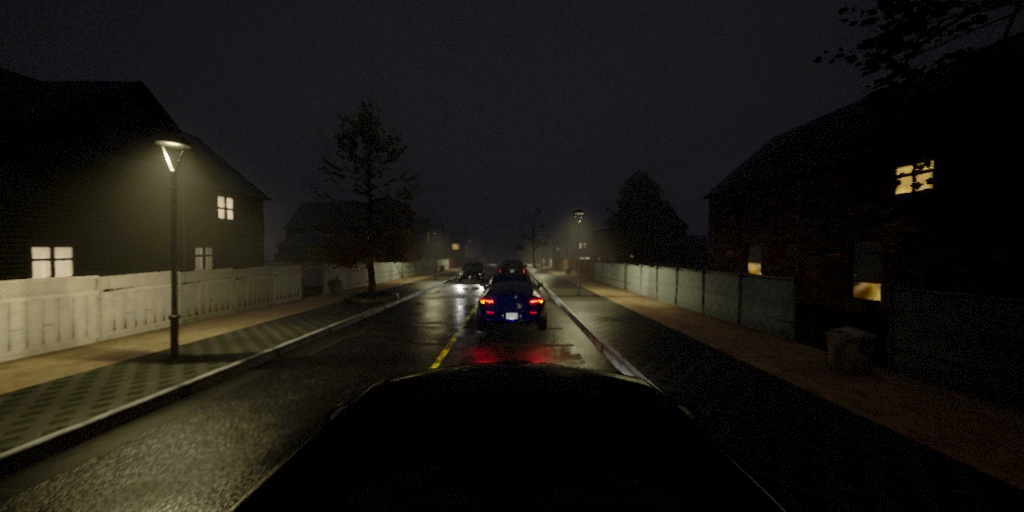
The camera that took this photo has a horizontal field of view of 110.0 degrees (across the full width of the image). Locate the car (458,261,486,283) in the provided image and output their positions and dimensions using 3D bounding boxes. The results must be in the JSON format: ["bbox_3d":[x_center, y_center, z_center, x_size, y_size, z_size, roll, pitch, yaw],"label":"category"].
[{"bbox_3d":[-2.850,1.174,26.736,1.837,1.490,4.892,0,0,0],"label":"car"}]

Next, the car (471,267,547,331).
[{"bbox_3d":[-0.006,1.237,10.751,1.812,1.442,4.674,0,0,0],"label":"car"}]

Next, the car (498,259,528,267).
[{"bbox_3d":[0.038,1.023,25.670,2.097,1.767,4.553,0,0,1],"label":"car"}]
